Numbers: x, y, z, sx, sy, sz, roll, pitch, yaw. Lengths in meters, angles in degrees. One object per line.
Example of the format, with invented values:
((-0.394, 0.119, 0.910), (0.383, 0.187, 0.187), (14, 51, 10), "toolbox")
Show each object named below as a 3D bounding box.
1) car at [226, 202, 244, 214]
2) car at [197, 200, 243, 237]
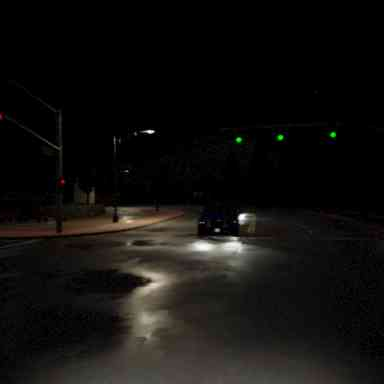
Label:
((5.462, 2.052, 43.013), (1.895, 1.301, 4.718), (-1, -1, 2), "car")
((1.718, 1.546, 19.820), (2.150, 2.045, 5.566), (-1, 1, 9), "car")
